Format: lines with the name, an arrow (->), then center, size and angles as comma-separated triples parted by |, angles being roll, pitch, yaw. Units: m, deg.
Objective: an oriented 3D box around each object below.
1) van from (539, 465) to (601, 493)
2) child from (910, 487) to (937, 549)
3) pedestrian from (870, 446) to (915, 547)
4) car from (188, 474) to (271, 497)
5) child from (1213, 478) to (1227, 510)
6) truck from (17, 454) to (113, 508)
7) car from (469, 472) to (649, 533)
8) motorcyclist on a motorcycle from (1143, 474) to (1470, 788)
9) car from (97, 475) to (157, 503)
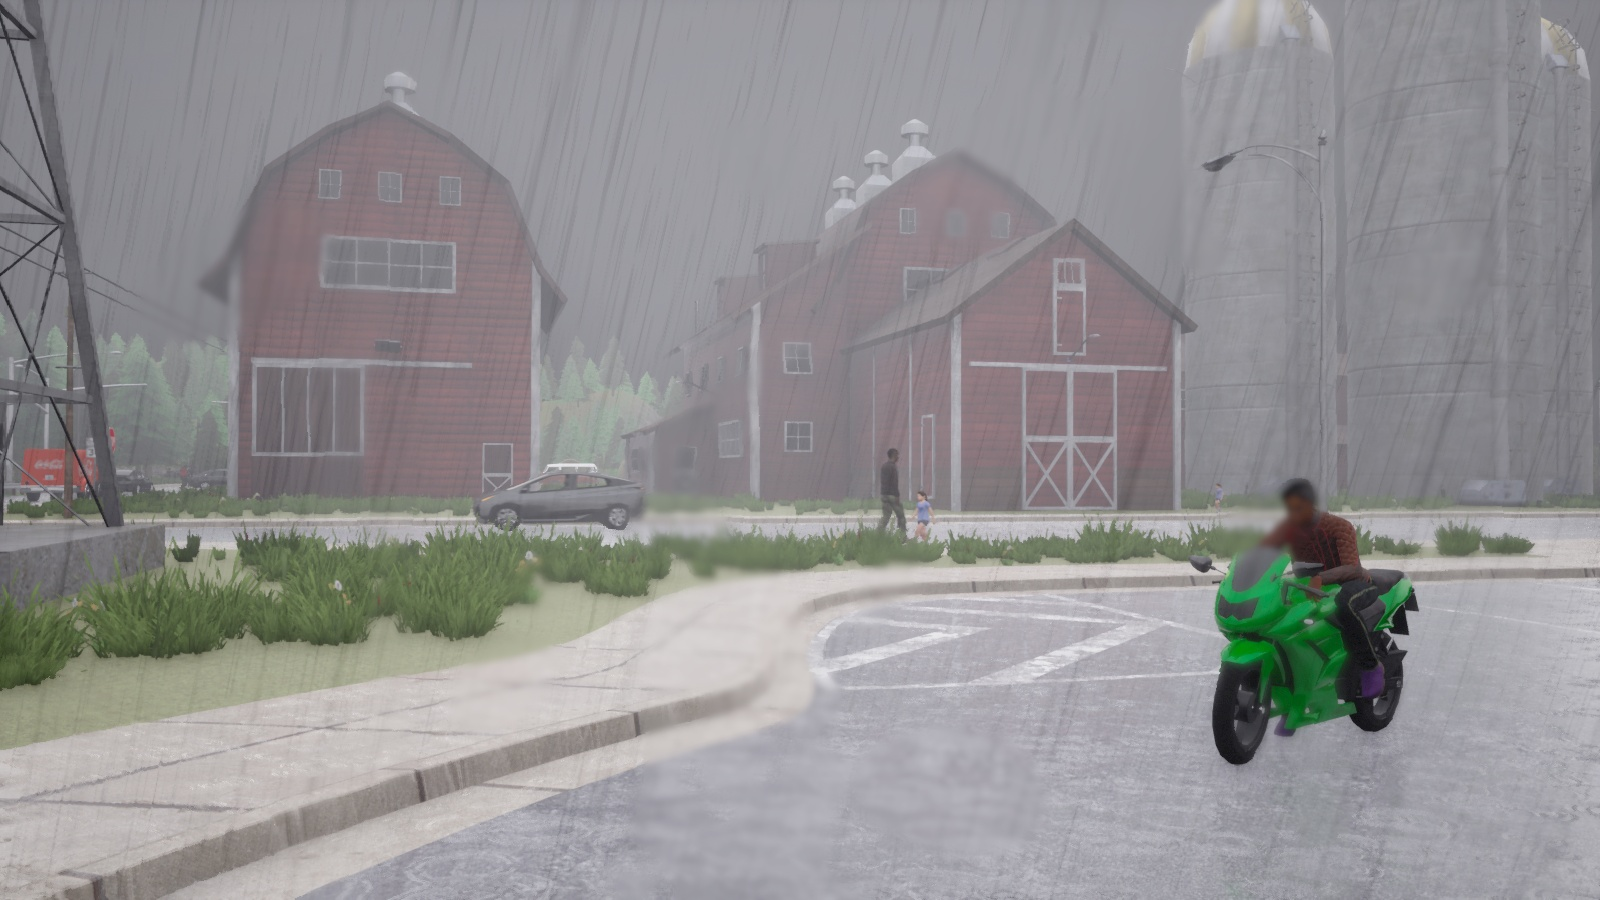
van -> -17.421, 2.174, 95.091 | 4.480, 2.038, 2.069 | 0, -1, -15
child -> 2.231, 1.221, 22.678 | 0.394, 1.110, 0.255 | 0, -1, -32
pedestrian -> 1.699, 0.850, 23.117 | 0.703, 1.840, 0.431 | 0, -1, -21
car -> -38.900, 2.389, 85.722 | 4.892, 1.490, 1.837 | 0, -1, -15
child -> 14.640, 1.524, 43.748 | 0.394, 1.110, 0.255 | 0, -1, -16
truck -> -35.317, 1.483, 60.529 | 2.627, 2.467, 5.204 | 0, -1, -14
car -> -6.345, 1.339, 32.950 | 4.514, 1.525, 2.007 | 0, -1, -15
motorcyclist on a motorcycle -> 2.901, 0.904, 7.094 | 2.044, 1.523, 0.797 | 1, -1, -39
car -> -37.836, 2.155, 70.686 | 1.837, 1.490, 4.892 | 0, -1, -14
